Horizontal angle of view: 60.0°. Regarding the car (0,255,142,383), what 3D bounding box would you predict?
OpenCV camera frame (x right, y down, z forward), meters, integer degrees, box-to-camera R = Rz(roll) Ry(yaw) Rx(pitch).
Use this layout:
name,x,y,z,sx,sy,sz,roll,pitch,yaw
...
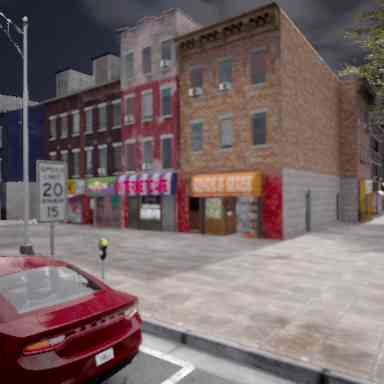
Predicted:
name,x,y,z,sx,sy,sz,roll,pitch,yaw
car,-2.722,1.599,4.754,4.507,1.381,1.887,-1,-1,36
